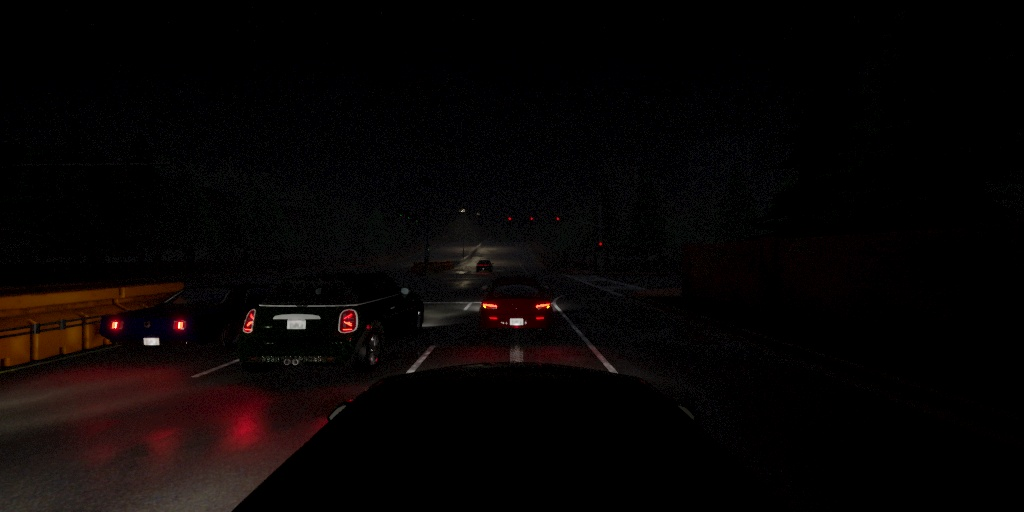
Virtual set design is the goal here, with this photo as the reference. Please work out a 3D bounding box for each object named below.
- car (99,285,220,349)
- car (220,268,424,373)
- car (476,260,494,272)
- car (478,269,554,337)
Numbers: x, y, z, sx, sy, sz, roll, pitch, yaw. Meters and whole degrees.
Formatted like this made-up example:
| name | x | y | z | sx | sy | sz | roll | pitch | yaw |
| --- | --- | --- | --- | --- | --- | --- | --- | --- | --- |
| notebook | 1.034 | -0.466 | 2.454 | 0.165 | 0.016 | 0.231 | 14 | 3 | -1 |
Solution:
| name | x | y | z | sx | sy | sz | roll | pitch | yaw |
| --- | --- | --- | --- | --- | --- | --- | --- | --- | --- |
| car | -6.900 | 1.351 | 9.090 | 1.895 | 1.301 | 4.718 | 0 | 0 | 0 |
| car | -3.398 | 1.102 | 7.775 | 2.097 | 1.767 | 4.553 | 0 | 0 | 0 |
| car | -3.397 | 1.255 | 44.912 | 1.837 | 1.490 | 4.892 | 0 | 0 | 0 |
| car | 0.100 | 1.276 | 10.164 | 1.812 | 1.442 | 4.674 | 0 | 0 | 0 |
